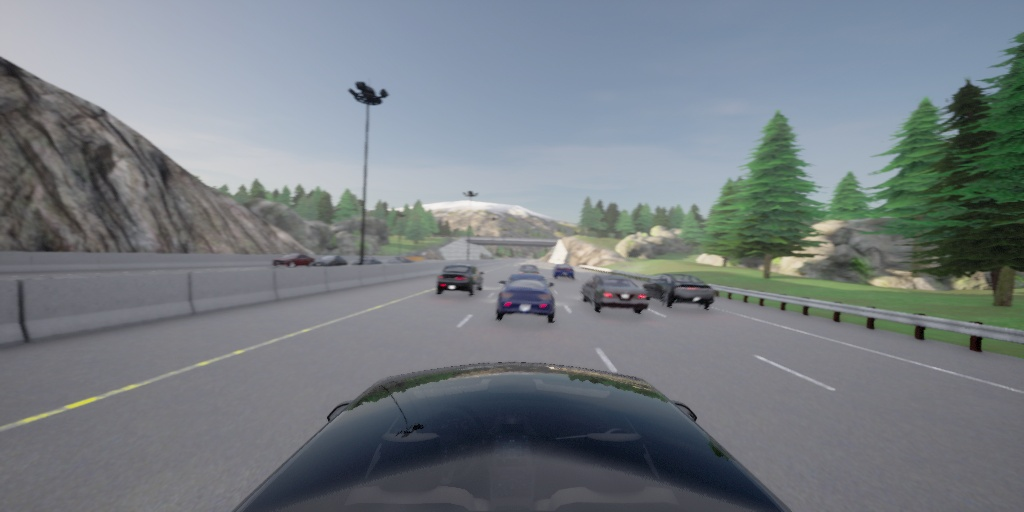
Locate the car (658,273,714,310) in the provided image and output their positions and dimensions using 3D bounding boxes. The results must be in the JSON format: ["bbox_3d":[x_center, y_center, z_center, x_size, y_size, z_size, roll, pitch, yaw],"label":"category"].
[{"bbox_3d":[7.749,1.591,17.207,2.128,1.511,4.902,2,0,3],"label":"car"}]

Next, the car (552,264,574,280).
[{"bbox_3d":[5.230,1.538,36.919,1.882,1.535,5.008,2,0,3],"label":"car"}]

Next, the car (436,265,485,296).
[{"bbox_3d":[-2.662,1.203,19.065,1.837,1.490,4.892,2,0,3],"label":"car"}]

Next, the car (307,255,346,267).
[{"bbox_3d":[-19.358,0.630,38.454,1.812,1.442,4.674,2,0,3],"label":"car"}]

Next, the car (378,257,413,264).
[{"bbox_3d":[-12.303,0.875,39.271,2.128,1.511,4.902,2,0,3],"label":"car"}]

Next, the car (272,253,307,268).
[{"bbox_3d":[-22.897,0.442,37.766,1.882,1.535,5.008,2,-1,3],"label":"car"}]

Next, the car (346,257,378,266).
[{"bbox_3d":[-15.814,0.810,39.185,1.994,1.385,4.181,2,0,4],"label":"car"}]

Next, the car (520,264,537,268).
[{"bbox_3d":[1.446,1.443,31.270,2.033,1.411,5.357,2,0,3],"label":"car"}]

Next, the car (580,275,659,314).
[{"bbox_3d":[4.154,1.500,15.272,2.033,1.411,5.357,2,0,3],"label":"car"}]

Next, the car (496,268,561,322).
[{"bbox_3d":[0.499,1.328,12.623,1.812,1.442,4.674,2,0,3],"label":"car"}]
